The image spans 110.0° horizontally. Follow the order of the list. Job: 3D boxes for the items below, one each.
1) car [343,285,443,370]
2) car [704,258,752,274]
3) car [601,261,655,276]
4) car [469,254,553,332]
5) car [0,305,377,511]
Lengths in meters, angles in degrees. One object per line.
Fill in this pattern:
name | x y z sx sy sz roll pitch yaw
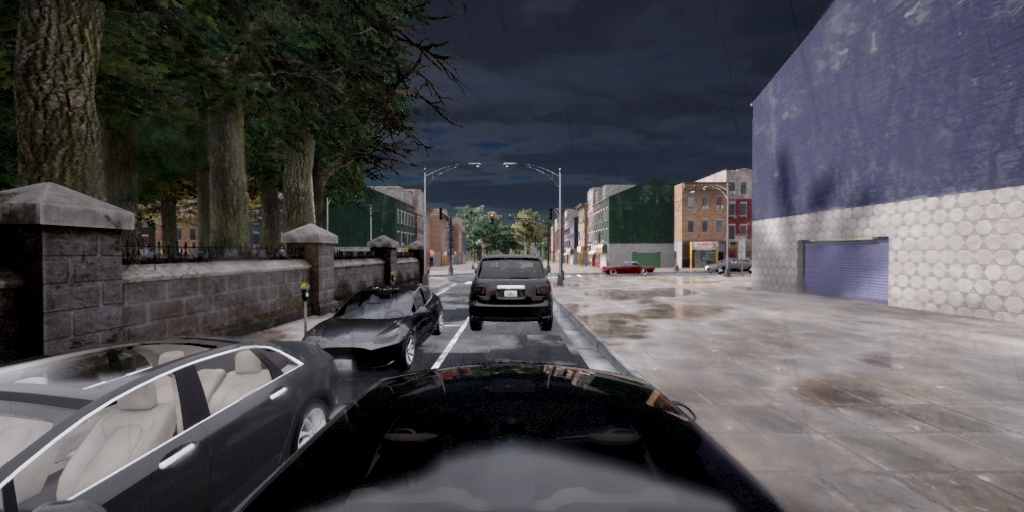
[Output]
car | -2.635 1.316 7.736 1.948 1.339 4.313 0 0 0
car | 21.027 0.942 34.296 4.902 1.511 2.128 -1 1 0
car | 10.989 1.186 34.310 4.718 1.301 1.895 -1 1 0
car | -0.012 0.973 11.046 2.150 2.045 5.566 0 0 0
car | -2.641 1.300 2.047 2.007 1.370 4.403 0 0 0
